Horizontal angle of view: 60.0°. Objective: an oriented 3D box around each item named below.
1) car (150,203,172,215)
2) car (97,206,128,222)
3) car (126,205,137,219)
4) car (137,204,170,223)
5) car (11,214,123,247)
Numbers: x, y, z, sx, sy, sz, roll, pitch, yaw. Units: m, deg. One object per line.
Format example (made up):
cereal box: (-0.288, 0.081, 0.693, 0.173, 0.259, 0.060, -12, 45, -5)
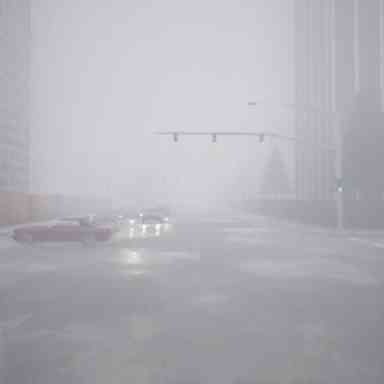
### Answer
car: (-3.598, 2.272, 41.602, 2.128, 1.511, 4.902, 0, -1, 0)
car: (-7.111, 2.107, 28.550, 1.994, 1.385, 4.181, 0, -1, -1)
car: (-7.106, 2.231, 37.390, 1.812, 1.442, 4.674, 0, -1, 0)
car: (-3.606, 2.151, 31.977, 2.033, 1.411, 5.357, 0, -1, 0)
car: (-6.023, 1.886, 16.081, 4.718, 1.301, 1.895, 0, -1, 0)
